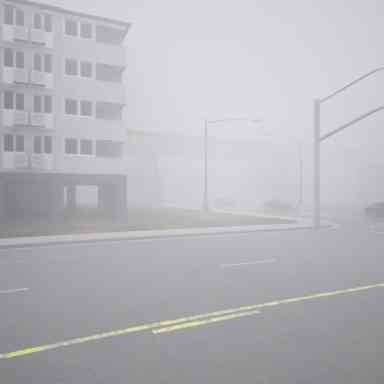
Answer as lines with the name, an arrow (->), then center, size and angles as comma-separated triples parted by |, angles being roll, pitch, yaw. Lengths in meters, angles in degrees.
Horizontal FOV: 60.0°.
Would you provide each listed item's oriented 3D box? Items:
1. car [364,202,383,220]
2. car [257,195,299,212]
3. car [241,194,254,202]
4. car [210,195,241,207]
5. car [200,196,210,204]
car -> 16.222, 1.505, 26.350 | 1.837, 1.490, 4.892 | 0, 0, -28
car -> 10.240, 1.492, 38.584 | 2.128, 1.511, 4.902 | 0, 0, -25
car -> 11.118, 1.540, 75.343 | 2.033, 1.411, 5.357 | 0, 0, 41
car -> 4.958, 1.506, 50.149 | 1.837, 1.490, 4.892 | 0, 0, -22
car -> 2.486, 1.506, 61.254 | 1.837, 1.490, 4.892 | 0, 0, 2
